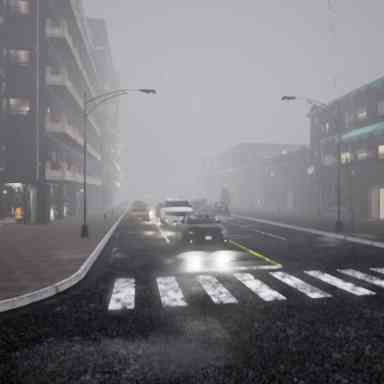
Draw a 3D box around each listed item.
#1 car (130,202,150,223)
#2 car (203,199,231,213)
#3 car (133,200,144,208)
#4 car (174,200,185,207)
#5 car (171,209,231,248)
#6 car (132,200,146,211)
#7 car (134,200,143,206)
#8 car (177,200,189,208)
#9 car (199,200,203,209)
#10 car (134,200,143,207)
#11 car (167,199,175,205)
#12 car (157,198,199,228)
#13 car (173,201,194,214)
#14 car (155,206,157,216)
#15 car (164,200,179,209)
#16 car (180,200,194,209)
[{"bbox_3d":[-4.578,1.857,29.177,1.752,1.417,4.829,-1,-1,-9],"label":"car"},{"bbox_3d":[2.832,1.848,36.305,1.967,1.590,4.097,-1,-1,-9],"label":"car"},{"bbox_3d":[-10.097,2.295,62.961,1.947,1.339,4.313,-1,-1,-9],"label":"car"},{"bbox_3d":[-2.752,2.386,69.903,1.802,1.307,4.206,-1,-1,-9],"label":"car"},{"bbox_3d":[0.368,1.737,15.675,1.994,1.385,4.181,0,-1,-9],"label":"car"},{"bbox_3d":[-8.250,2.036,51.760,1.967,1.590,4.097,-1,-1,-9],"label":"car"},{"bbox_3d":[-11.952,2.413,74.163,2.008,1.369,4.403,-1,-1,-9],"label":"car"},{"bbox_3d":[-1.825,2.319,64.302,1.802,1.307,4.206,-1,-1,-9],"label":"car"},{"bbox_3d":[1.885,2.055,41.899,1.802,1.307,4.206,-1,-1,-9],"label":"car"},{"bbox_3d":[-11.025,2.340,68.562,1.887,1.381,4.507,-1,-1,-9],"label":"car"},{"bbox_3d":[-5.563,2.533,86.873,1.752,1.417,4.829,-1,-1,-9],"label":"car"},{"bbox_3d":[-1.187,1.503,25.071,2.150,2.045,5.566,0,-1,-9],"label":"car"},{"bbox_3d":[-1.165,1.997,44.521,2.128,1.511,4.902,0,-1,-9],"label":"car"},{"bbox_3d":[-2.878,1.879,35.373,1.882,1.535,5.008,0,-1,-9],"label":"car"},{"bbox_3d":[-3.708,2.178,59.852,2.128,1.511,4.902,0,-1,-9],"label":"car"},{"bbox_3d":[-0.926,2.198,58.870,1.752,1.417,4.829,-1,-1,-9],"label":"car"}]
